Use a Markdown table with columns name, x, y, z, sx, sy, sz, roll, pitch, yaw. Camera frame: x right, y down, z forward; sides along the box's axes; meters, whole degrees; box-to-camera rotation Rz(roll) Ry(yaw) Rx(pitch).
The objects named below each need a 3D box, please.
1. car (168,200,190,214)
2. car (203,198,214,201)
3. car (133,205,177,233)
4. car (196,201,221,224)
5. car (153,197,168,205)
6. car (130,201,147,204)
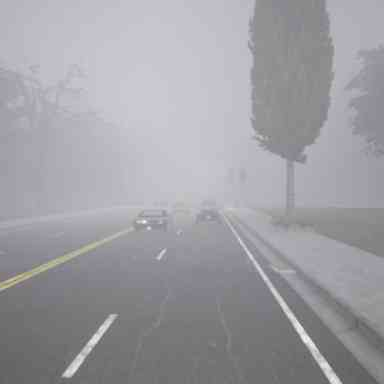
| name | x | y | z | sx | sy | sz | roll | pitch | yaw |
| --- | --- | --- | --- | --- | --- | --- | --- | --- | --- |
| car | -1.315 | 1.705 | 38.913 | 1.882 | 1.535 | 5.008 | 0 | 0 | 3 |
| car | 2.092 | 1.603 | 42.024 | 2.097 | 1.767 | 4.553 | 0 | 0 | 3 |
| car | -2.241 | 1.710 | 20.522 | 1.895 | 1.301 | 4.718 | 0 | 0 | 3 |
| car | 1.283 | 1.670 | 25.923 | 1.812 | 1.442 | 4.674 | 0 | -1 | 3 |
| car | -4.268 | 1.419 | 46.861 | 1.882 | 1.535 | 5.008 | 0 | -1 | 3 |
| car | -7.514 | 1.442 | 47.026 | 2.033 | 1.411 | 5.357 | 0 | -1 | 3 |
